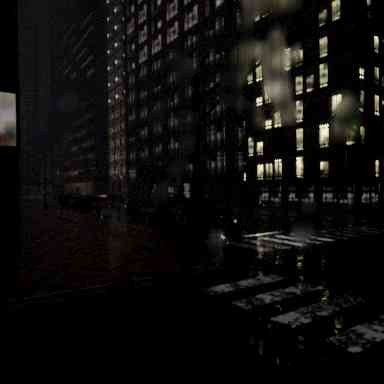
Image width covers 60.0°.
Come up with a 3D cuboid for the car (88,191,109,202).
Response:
[{"bbox_3d":[-15.993,0.792,56.750,2.097,1.767,4.553,-1,1,-35],"label":"car"}]

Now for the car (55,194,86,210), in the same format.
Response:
[{"bbox_3d":[-13.766,1.287,38.034,2.008,1.369,4.403,-1,1,-35],"label":"car"}]

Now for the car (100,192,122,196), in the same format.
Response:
[{"bbox_3d":[-12.008,1.006,51.033,1.837,1.490,4.892,-1,1,-35],"label":"car"}]

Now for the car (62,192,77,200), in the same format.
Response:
[{"bbox_3d":[-26.105,0.730,70.687,1.967,1.590,4.097,-1,1,-35],"label":"car"}]

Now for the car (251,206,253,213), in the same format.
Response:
[{"bbox_3d":[3.064,1.276,28.322,1.752,1.417,4.829,-1,1,-35],"label":"car"}]

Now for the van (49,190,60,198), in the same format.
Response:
[{"bbox_3d":[-32.510,0.528,79.974,1.690,1.788,3.998,-1,1,-35],"label":"van"}]

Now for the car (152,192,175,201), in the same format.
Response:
[{"bbox_3d":[-3.689,0.960,38.177,2.192,1.841,5.009,-1,1,-35],"label":"car"}]

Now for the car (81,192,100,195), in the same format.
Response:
[{"bbox_3d":[-16.187,1.074,51.743,2.033,1.411,5.357,-1,1,-34],"label":"car"}]

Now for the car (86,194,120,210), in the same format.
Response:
[{"bbox_3d":[-10.057,1.244,37.222,1.812,1.442,4.674,-1,1,-35],"label":"car"}]

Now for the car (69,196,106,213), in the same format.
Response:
[{"bbox_3d":[-10.562,1.352,33.390,1.947,1.339,4.313,-1,1,-35],"label":"car"}]

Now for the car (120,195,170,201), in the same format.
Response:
[{"bbox_3d":[-4.185,1.313,28.688,1.837,1.490,4.892,-1,1,-35],"label":"car"}]

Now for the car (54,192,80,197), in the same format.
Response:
[{"bbox_3d":[-18.979,1.130,50.320,1.837,1.490,4.892,-1,1,-35],"label":"car"}]

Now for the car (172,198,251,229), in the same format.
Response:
[{"bbox_3d":[1.085,1.381,21.034,2.128,1.511,4.902,-1,1,-34],"label":"car"}]

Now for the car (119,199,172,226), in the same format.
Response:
[{"bbox_3d":[-2.930,1.453,22.371,2.008,1.369,4.403,-1,1,-35],"label":"car"}]

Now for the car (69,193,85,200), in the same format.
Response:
[{"bbox_3d":[-22.903,0.886,66.044,1.887,1.381,4.507,-1,1,-35],"label":"car"}]

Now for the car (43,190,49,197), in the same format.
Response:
[{"bbox_3d":[-35.713,0.686,84.621,2.008,1.369,4.403,-1,1,-35],"label":"car"}]
